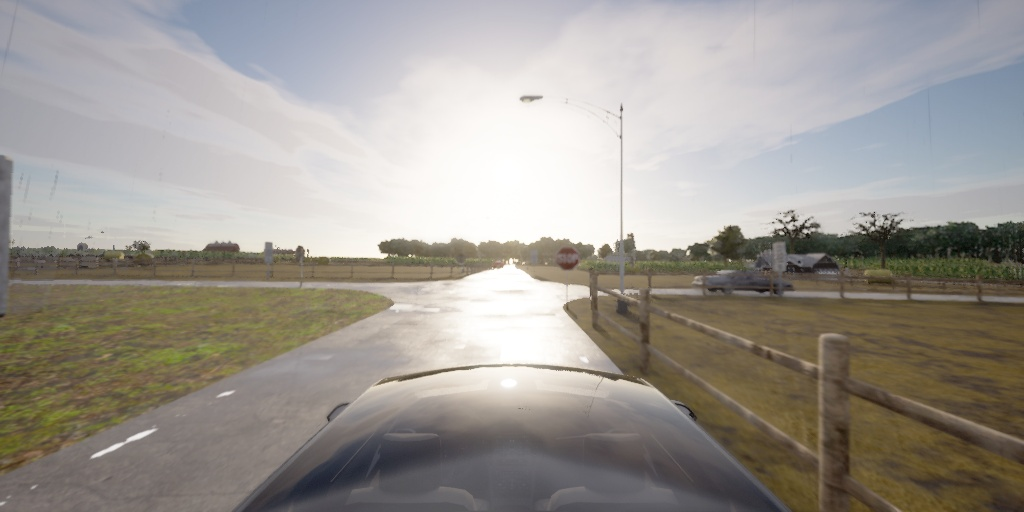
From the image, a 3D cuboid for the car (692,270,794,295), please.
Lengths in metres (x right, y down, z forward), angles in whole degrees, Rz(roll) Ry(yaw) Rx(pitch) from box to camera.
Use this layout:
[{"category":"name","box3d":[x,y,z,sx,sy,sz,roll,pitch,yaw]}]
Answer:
[{"category":"car","box3d":[13.930,1.579,21.799,5.357,1.411,2.033,1,-2,0]}]
